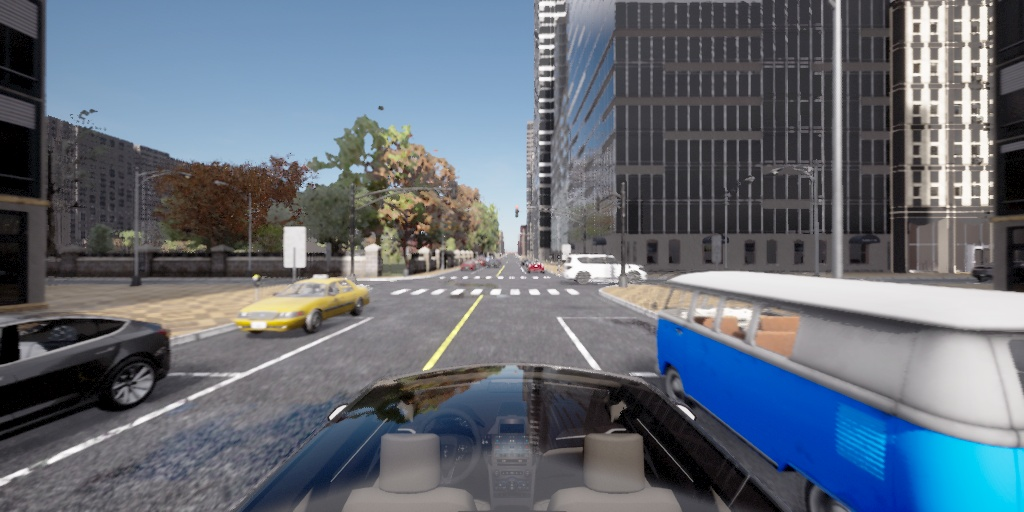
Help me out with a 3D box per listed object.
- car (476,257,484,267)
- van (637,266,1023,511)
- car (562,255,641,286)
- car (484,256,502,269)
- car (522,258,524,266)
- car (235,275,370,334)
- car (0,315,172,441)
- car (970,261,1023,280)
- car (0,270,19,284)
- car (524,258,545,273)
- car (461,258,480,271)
[{"bbox_3d":[-5.683,1.243,52.902,2.007,1.370,4.403,0,0,0],"label":"car"},{"bbox_3d":[2.772,1.089,3.415,1.690,1.789,3.998,0,0,0],"label":"van"},{"bbox_3d":[6.272,0.925,24.658,5.566,2.045,2.150,0,0,1],"label":"car"},{"bbox_3d":[-3.044,1.192,56.537,1.837,1.490,4.892,0,0,0],"label":"car"},{"bbox_3d":[2.697,1.265,47.220,1.948,1.339,4.313,0,0,0],"label":"car"},{"bbox_3d":[-5.819,1.265,10.648,1.751,1.417,4.829,0,0,0],"label":"car"},{"bbox_3d":[-5.771,1.314,3.414,1.948,1.339,4.313,0,0,0],"label":"car"},{"bbox_3d":[34.096,1.099,24.073,4.902,1.511,2.128,0,0,1],"label":"car"},{"bbox_3d":[-38.520,1.374,25.609,5.357,1.411,2.033,0,0,1],"label":"car"},{"bbox_3d":[2.696,1.145,41.540,1.967,1.591,4.097,0,0,0],"label":"car"},{"bbox_3d":[-5.684,1.244,47.219,1.888,1.381,4.507,0,0,0],"label":"car"}]
